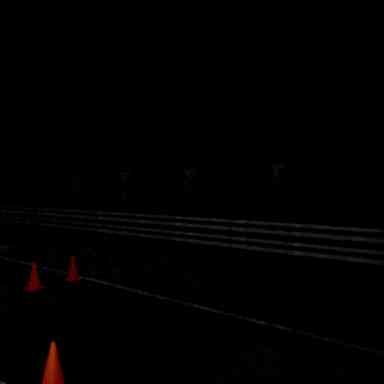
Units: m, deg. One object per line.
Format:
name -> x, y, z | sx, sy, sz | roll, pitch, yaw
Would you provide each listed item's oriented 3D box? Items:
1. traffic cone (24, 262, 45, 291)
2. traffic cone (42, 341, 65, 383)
traffic cone -> -3.603, 1.907, 7.612 | 0.340, 0.580, 0.340 | 1, 0, 36
traffic cone -> -1.524, 1.934, 3.653 | 0.340, 0.580, 0.340 | 1, 0, 36
